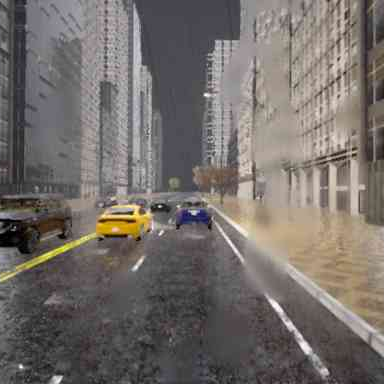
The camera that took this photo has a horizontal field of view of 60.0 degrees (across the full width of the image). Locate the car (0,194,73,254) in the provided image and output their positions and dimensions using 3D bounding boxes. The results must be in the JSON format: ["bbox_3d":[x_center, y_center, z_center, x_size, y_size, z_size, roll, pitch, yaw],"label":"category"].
[{"bbox_3d":[-6.588,1.115,13.278,2.150,2.045,5.566,0,0,0],"label":"car"}]

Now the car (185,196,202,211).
[{"bbox_3d":[0.122,1.273,39.410,1.882,1.535,5.008,0,0,0],"label":"car"}]

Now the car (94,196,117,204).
[{"bbox_3d":[-9.813,1.245,38.282,2.128,1.511,4.902,0,0,0],"label":"car"}]

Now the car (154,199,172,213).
[{"bbox_3d":[-3.131,1.369,34.410,1.994,1.385,4.181,0,0,0],"label":"car"}]

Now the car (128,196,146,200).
[{"bbox_3d":[-6.558,1.252,39.854,2.128,1.511,4.902,0,0,0],"label":"car"}]

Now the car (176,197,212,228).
[{"bbox_3d":[0.113,1.239,21.066,2.097,1.767,4.553,0,0,0],"label":"car"}]

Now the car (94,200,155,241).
[{"bbox_3d":[-3.140,1.373,16.094,1.882,1.535,5.008,0,0,0],"label":"car"}]
